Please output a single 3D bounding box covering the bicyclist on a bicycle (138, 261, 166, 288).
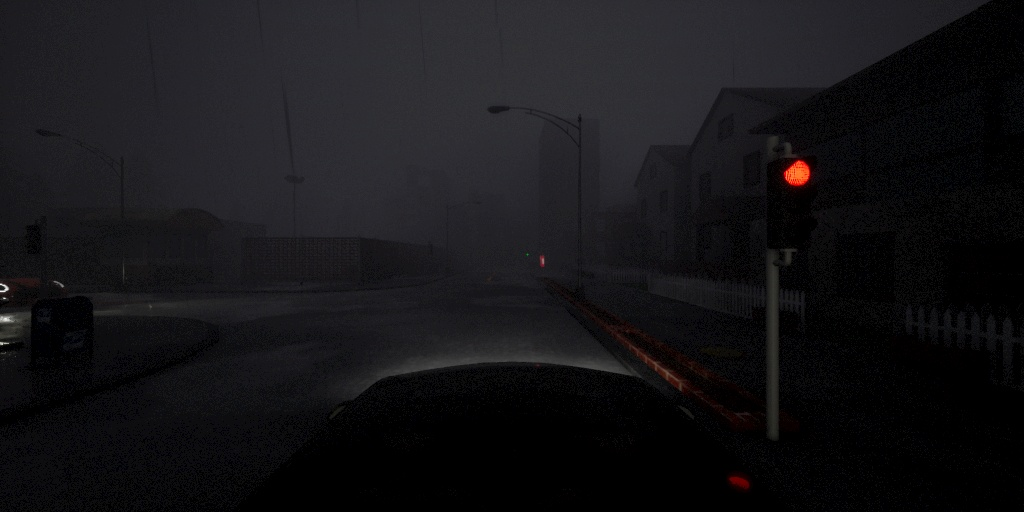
[{"bbox_3d":[-21.736,1.099,21.663,0.582,1.620,1.656,0,0,0],"label":"bicyclist on a bicycle"}]

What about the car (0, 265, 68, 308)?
[{"bbox_3d":[-19.643,1.101,13.267,4.553,1.767,2.097,0,0,0],"label":"car"}]
